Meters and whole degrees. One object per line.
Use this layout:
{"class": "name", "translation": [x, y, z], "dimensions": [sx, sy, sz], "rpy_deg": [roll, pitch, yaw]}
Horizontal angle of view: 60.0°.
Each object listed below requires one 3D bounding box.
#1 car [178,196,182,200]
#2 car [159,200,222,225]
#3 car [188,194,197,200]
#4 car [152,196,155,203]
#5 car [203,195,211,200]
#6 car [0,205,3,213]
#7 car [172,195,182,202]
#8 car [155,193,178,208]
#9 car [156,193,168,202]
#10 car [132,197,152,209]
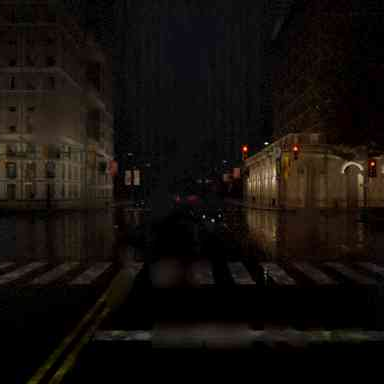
{"class": "car", "translation": [-3.521, 1.351, 66.821], "dimensions": [2.097, 1.767, 4.553], "rpy_deg": [0, 0, 1]}
{"class": "car", "translation": [-0.072, 1.547, 24.653], "dimensions": [2.033, 1.411, 5.357], "rpy_deg": [0, 0, -34]}
{"class": "car", "translation": [0.117, 1.279, 78.577], "dimensions": [2.097, 1.767, 4.553], "rpy_deg": [0, 0, 1]}
{"class": "car", "translation": [-7.022, 1.548, 66.623], "dimensions": [2.033, 1.411, 5.357], "rpy_deg": [0, 0, 1]}
{"class": "car", "translation": [3.617, 1.464, 78.575], "dimensions": [2.033, 1.411, 5.357], "rpy_deg": [0, 0, 1]}
{"class": "car", "translation": [-21.205, 1.564, 33.063], "dimensions": [4.181, 1.385, 1.994], "rpy_deg": [0, 0, -1]}
{"class": "car", "translation": [-3.394, 1.539, 77.477], "dimensions": [2.033, 1.411, 5.357], "rpy_deg": [0, 0, 1]}
{"class": "car", "translation": [-3.637, 1.221, 47.864], "dimensions": [2.150, 2.045, 5.566], "rpy_deg": [0, 0, 0]}
{"class": "car", "translation": [-6.895, 1.225, 77.392], "dimensions": [2.150, 2.045, 5.566], "rpy_deg": [0, 0, 1]}
{"class": "car", "translation": [-7.164, 1.505, 46.597], "dimensions": [1.837, 1.490, 4.892], "rpy_deg": [0, 0, 1]}
